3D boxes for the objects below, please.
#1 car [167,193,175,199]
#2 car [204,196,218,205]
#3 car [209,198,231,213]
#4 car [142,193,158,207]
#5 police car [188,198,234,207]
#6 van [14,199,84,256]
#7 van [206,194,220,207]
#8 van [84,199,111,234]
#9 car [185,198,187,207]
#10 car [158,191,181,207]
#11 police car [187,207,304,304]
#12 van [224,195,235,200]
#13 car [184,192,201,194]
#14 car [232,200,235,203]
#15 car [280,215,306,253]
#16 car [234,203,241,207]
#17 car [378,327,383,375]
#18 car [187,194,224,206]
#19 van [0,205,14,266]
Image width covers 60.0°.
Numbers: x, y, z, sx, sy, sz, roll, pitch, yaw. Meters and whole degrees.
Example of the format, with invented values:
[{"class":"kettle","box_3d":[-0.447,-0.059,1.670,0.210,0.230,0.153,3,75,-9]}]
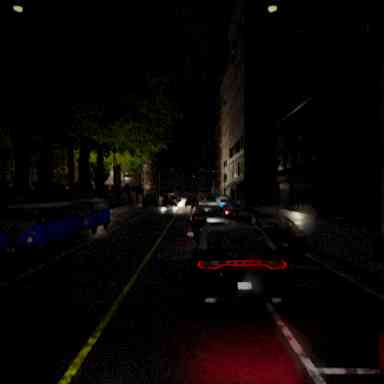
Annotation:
[{"class":"car","box_3d":[-5.637,1.074,89.988,1.752,1.417,4.829,0,0,0]},{"class":"car","box_3d":[2.875,1.327,52.167,1.947,1.339,4.313,0,0,0]},{"class":"car","box_3d":[2.869,1.393,35.186,1.887,1.381,4.507,0,0,0]},{"class":"car","box_3d":[-5.652,1.106,46.468,2.192,1.841,5.009,0,0,0]},{"class":"police car","box_3d":[0.908,1.351,18.287,1.930,1.638,5.238,0,0,0]},{"class":"van","box_3d":[-5.665,1.291,12.521,1.690,1.788,3.998,0,0,0]},{"class":"van","box_3d":[2.873,1.132,46.506,1.690,1.788,3.998,0,0,0]},{"class":"van","box_3d":[-5.662,1.267,18.179,1.690,1.788,3.998,0,0,0]},{"class":"car","box_3d":[0.033,1.361,45.329,1.994,1.385,4.181,0,0,0]},{"class":"car","box_3d":[-3.063,1.146,46.082,2.097,1.767,4.553,0,0,0]},{"class":"police car","box_3d":[0.905,1.393,8.287,1.930,1.638,5.238,0,0,0]},{"class":"van","box_3d":[2.867,1.216,29.524,1.690,1.788,3.998,0,0,0]},{"class":"car","box_3d":[0.022,1.217,58.731,2.128,1.511,4.902,0,0,0]},{"class":"car","box_3d":[2.865,1.483,23.865,1.802,1.307,4.206,0,0,0]},{"class":"car","box_3d":[2.861,1.495,12.544,1.887,1.381,4.507,0,0,0]},{"class":"car","box_3d":[2.863,1.508,18.205,1.802,1.307,4.206,0,0,0]},{"class":"car","box_3d":[2.856,1.310,1.222,2.192,1.841,5.009,0,0,0]},{"class":"car","box_3d":[0.909,1.251,24.146,2.097,1.767,4.553,0,0,0]},{"class":"van","box_3d":[-5.666,1.314,6.863,1.690,1.788,3.998,0,0,0]}]
